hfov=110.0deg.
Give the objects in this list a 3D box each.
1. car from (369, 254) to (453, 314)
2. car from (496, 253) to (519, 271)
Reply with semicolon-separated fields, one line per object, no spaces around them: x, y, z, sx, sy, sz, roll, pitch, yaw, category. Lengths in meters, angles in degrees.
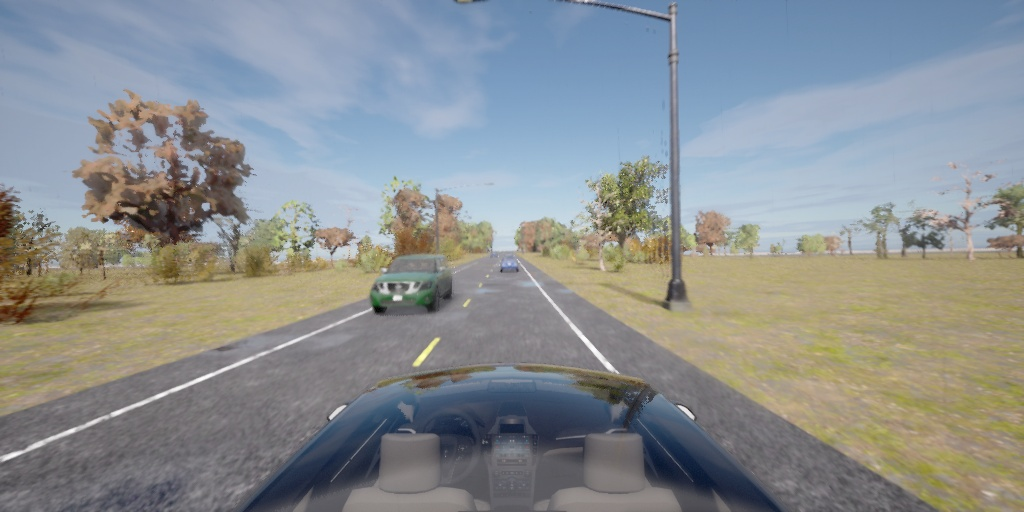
-3.731;0.967;14.353;2.150;2.045;5.566;-1;1;-1;car
-0.260;0.778;36.837;2.033;1.411;5.357;-1;1;-1;car
